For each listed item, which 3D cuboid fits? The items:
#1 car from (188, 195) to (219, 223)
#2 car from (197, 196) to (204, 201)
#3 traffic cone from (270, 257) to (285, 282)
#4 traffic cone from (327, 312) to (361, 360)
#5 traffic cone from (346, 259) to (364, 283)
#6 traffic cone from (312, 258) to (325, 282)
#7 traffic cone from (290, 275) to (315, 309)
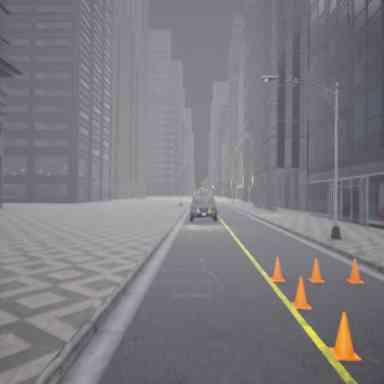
[{"bbox_3d":[0.933,1.296,27.174,2.150,2.045,5.566,1,0,1],"label":"car"},{"bbox_3d":[2.360,1.781,90.713,1.812,1.442,4.674,1,0,1],"label":"car"},{"bbox_3d":[2.232,2.001,8.687,0.340,0.580,0.340,1,0,1],"label":"traffic cone"},{"bbox_3d":[2.142,1.991,4.687,0.340,0.580,0.340,1,0,1],"label":"traffic cone"},{"bbox_3d":[4.232,2.027,8.641,0.340,0.580,0.340,1,0,1],"label":"traffic cone"},{"bbox_3d":[3.232,2.014,8.664,0.340,0.580,0.340,1,0,1],"label":"traffic cone"},{"bbox_3d":[2.187,1.996,6.687,0.340,0.580,0.340,1,0,1],"label":"traffic cone"}]
